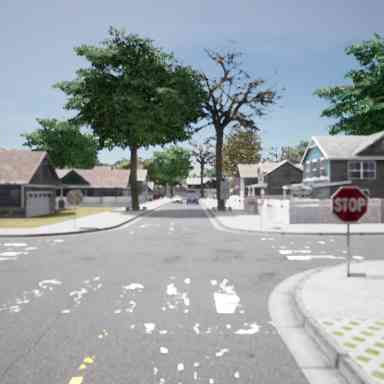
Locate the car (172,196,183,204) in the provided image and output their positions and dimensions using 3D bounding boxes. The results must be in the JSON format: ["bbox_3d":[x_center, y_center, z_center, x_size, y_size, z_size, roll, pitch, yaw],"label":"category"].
[{"bbox_3d":[-2.685,1.393,61.175,1.812,1.442,4.674,0,0,0],"label":"car"}]

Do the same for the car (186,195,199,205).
[{"bbox_3d":[0.061,1.227,57.355,2.097,1.767,4.553,0,0,0],"label":"car"}]
